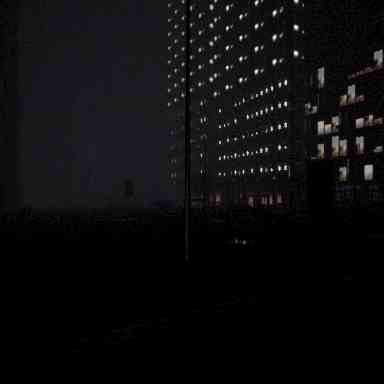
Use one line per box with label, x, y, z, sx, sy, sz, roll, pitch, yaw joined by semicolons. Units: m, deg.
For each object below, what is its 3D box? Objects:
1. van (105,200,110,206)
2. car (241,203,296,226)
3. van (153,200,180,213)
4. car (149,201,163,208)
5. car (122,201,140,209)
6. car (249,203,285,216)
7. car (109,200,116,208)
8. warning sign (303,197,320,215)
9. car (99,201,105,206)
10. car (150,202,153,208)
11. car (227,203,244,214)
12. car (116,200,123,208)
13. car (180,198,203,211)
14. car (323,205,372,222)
van;-18.206;2.634;76.615;1.690;1.788;3.998;-1;-1;-26
car;6.150;1.813;25.916;2.008;1.369;4.403;-1;-1;-26
van;-3.595;2.005;46.198;1.690;1.788;3.998;-1;-1;-26
car;-8.213;2.808;75.171;1.802;1.307;4.206;-1;-1;-26
car;-10.897;2.525;61.404;2.008;1.369;4.403;-1;-1;-26
car;8.834;2.068;39.684;1.947;1.339;4.313;-1;-1;-26
car;-15.768;2.731;71.544;1.887;1.381;4.507;-1;-1;-26
warning sign;13.068;1.544;36.424;1.300;1.860;1.060;1;-1;-26
car;-23.073;3.053;86.751;1.887;1.381;4.507;-1;-1;-26
car;-7.023;2.538;66.729;1.882;1.535;5.008;0;-1;-26
car;6.398;2.168;44.754;1.947;1.339;4.313;-1;-1;-26
car;-13.259;2.602;66.321;1.752;1.417;4.829;-1;-1;-26
car;-0.252;1.985;52.645;2.150;2.045;5.566;0;-2;-26
car;13.704;1.854;29.544;2.008;1.369;4.403;-1;-1;-26
